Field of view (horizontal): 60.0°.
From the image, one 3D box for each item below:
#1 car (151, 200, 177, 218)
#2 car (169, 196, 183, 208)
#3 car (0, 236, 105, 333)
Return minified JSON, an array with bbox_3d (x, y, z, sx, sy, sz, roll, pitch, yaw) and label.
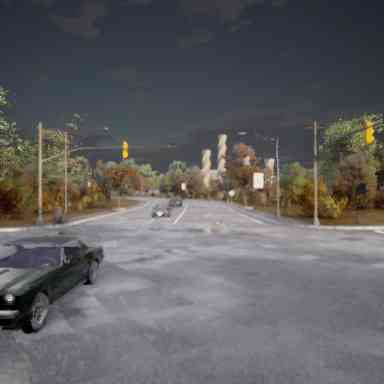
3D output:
[{"bbox_3d":[-3.067,1.913,34.357,2.128,1.511,4.902,0,0,1],"label":"car"},{"bbox_3d":[-2.798,1.723,58.985,2.150,2.045,5.566,0,0,0],"label":"car"},{"bbox_3d":[-3.391,1.687,7.063,1.895,1.301,4.718,0,-1,1],"label":"car"}]
